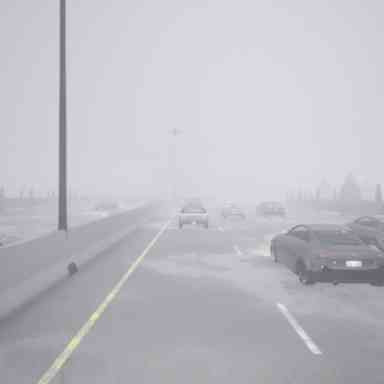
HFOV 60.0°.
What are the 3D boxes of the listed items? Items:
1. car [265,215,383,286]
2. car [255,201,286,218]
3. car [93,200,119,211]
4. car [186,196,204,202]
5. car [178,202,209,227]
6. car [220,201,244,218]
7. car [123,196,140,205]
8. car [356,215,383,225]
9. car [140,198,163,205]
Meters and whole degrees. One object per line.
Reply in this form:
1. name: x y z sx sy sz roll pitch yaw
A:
1. car: 3.600 1.564 9.404 1.994 1.385 4.181 0 0 0
2. car: 7.098 1.549 30.444 2.033 1.411 5.357 0 0 0
3. car: -10.339 1.603 40.264 1.895 1.301 4.718 0 0 3
4. car: 0.373 1.354 40.722 2.097 1.767 4.553 0 0 3
5. car: 0.098 1.602 22.535 1.895 1.301 4.718 0 0 0
6. car: 3.586 1.527 30.267 1.812 1.442 4.674 0 0 0
7. car: -10.957 1.486 60.754 1.882 1.535 5.008 0 0 14
8. car: 7.099 1.564 12.635 1.994 1.385 4.181 0 0 0
9. car: -5.776 1.549 50.961 2.033 1.411 5.357 0 0 9
